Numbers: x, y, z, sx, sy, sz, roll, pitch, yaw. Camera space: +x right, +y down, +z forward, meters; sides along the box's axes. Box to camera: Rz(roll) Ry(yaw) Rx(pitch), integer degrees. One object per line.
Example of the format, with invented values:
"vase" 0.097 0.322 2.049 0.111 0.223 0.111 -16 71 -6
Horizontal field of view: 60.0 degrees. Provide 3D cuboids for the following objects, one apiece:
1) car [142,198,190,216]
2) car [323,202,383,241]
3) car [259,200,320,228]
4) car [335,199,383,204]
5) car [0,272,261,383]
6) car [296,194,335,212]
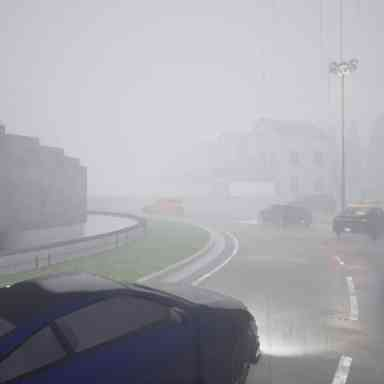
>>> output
"car" -2.533 1.352 31.838 4.553 1.767 2.097 0 0 19
"car" 8.948 1.492 16.805 4.902 1.511 2.128 0 0 -41
"car" 6.151 1.507 22.410 1.837 1.490 4.892 0 1 -13
"car" 16.835 1.478 32.068 5.008 1.535 1.882 0 0 -16
"car" -1.042 1.565 3.432 1.994 1.385 4.181 0 0 42
"car" 12.265 1.221 34.644 5.566 2.045 2.150 0 0 -11
